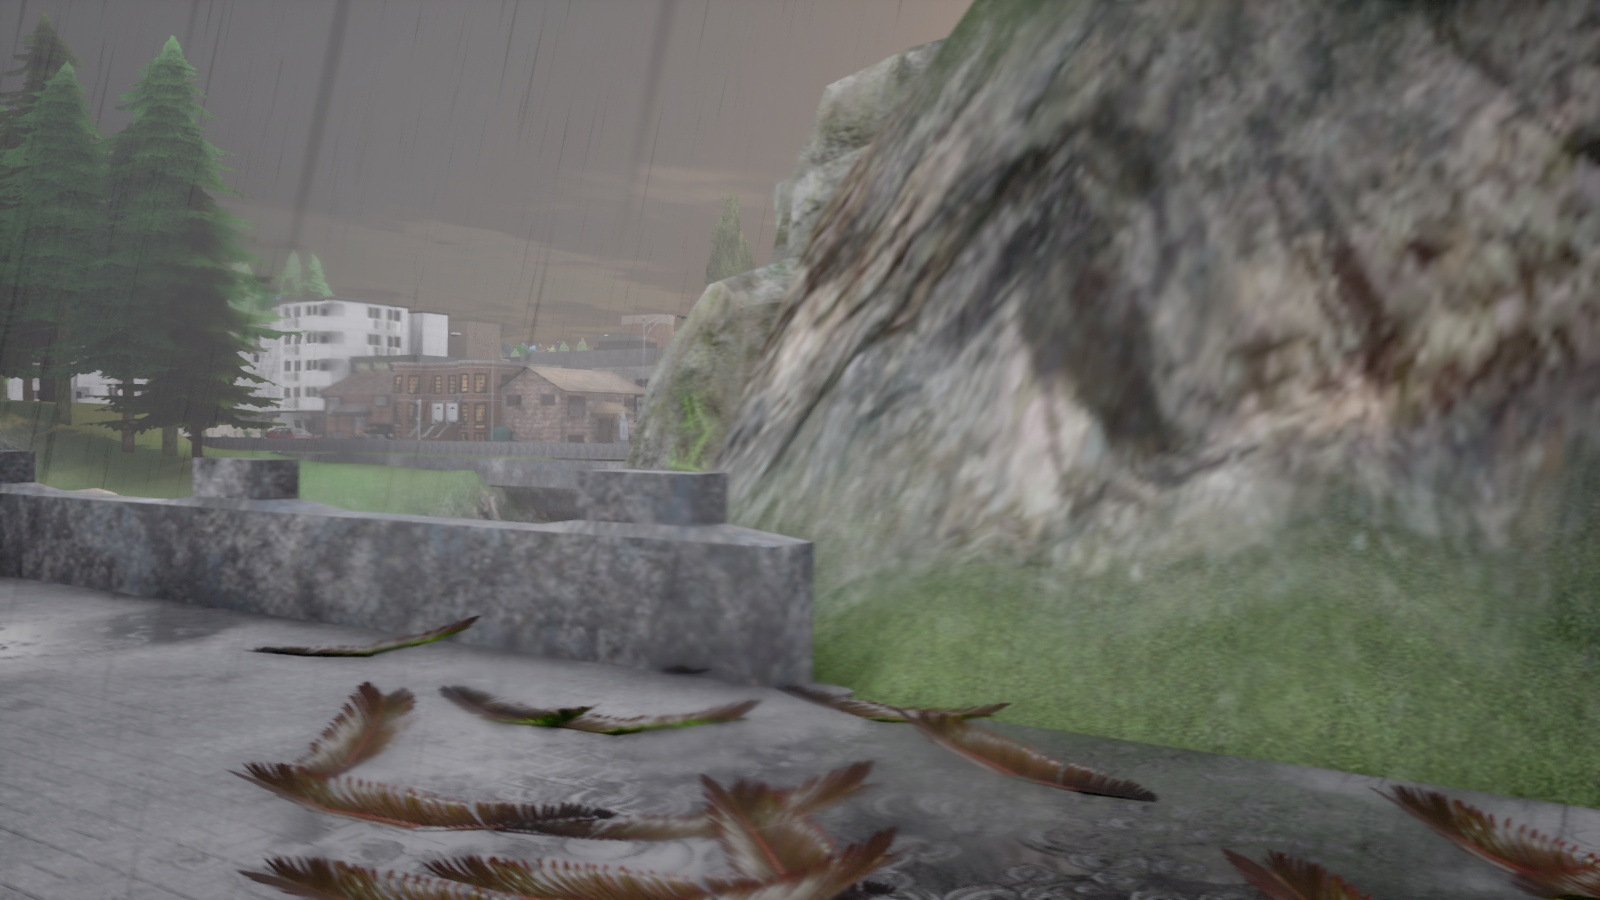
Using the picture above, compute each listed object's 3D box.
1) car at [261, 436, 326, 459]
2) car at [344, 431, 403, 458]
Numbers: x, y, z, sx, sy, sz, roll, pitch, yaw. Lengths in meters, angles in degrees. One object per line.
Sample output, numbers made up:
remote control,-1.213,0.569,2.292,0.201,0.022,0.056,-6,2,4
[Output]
car,-35.125,-0.192,87.068,4.514,1.525,2.007,0,1,34
car,-30.069,-0.408,88.502,3.866,1.878,1.905,0,1,34
